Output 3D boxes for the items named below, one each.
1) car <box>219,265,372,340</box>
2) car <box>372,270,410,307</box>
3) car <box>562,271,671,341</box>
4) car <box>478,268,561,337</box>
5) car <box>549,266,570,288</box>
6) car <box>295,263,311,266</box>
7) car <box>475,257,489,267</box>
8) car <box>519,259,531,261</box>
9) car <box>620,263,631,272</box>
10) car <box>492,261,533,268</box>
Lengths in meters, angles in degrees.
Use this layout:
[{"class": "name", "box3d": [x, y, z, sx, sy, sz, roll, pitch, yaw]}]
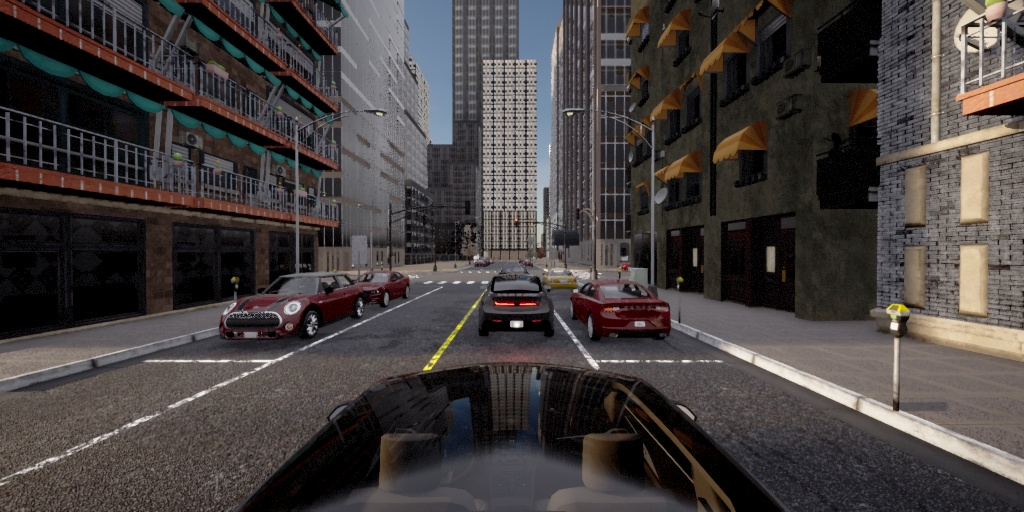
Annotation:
[{"class": "car", "box3d": [-5.684, 1.188, 9.793, 1.967, 1.591, 4.097, 0, 0, 0]}, {"class": "car", "box3d": [-5.678, 1.293, 15.317, 1.888, 1.381, 4.507, 0, 0, 0]}, {"class": "car", "box3d": [2.698, 1.294, 9.771, 1.888, 1.381, 4.507, 0, 0, 0]}, {"class": "car", "box3d": [0.108, 1.253, 10.323, 1.837, 1.490, 4.892, 0, 0, 0]}, {"class": "car", "box3d": [2.709, 1.272, 20.988, 1.751, 1.417, 4.829, 0, 0, 0]}, {"class": "car", "box3d": [-23.796, 1.494, 39.666, 4.097, 1.591, 1.967, 0, 0, 0]}, {"class": "car", "box3d": [-5.627, 1.291, 64.354, 1.888, 1.381, 4.507, 0, 0, 0]}, {"class": "car", "box3d": [2.753, 1.185, 64.344, 1.967, 1.591, 4.097, 0, 0, 0]}, {"class": "car", "box3d": [14.301, 1.005, 39.948, 4.507, 1.381, 1.888, 0, 0, 0]}, {"class": "car", "box3d": [0.118, 1.239, 20.456, 2.128, 1.511, 4.902, 0, 0, 0]}]
